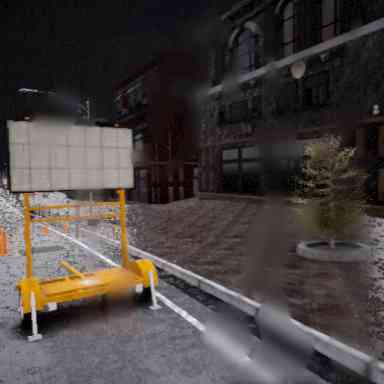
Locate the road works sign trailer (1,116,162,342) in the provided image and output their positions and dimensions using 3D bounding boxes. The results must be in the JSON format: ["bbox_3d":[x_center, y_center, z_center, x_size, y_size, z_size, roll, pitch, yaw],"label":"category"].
[{"bbox_3d":[-2.315,0.385,6.647,2.380,3.560,2.880,-3,1,-33],"label":"road works sign trailer"}]
